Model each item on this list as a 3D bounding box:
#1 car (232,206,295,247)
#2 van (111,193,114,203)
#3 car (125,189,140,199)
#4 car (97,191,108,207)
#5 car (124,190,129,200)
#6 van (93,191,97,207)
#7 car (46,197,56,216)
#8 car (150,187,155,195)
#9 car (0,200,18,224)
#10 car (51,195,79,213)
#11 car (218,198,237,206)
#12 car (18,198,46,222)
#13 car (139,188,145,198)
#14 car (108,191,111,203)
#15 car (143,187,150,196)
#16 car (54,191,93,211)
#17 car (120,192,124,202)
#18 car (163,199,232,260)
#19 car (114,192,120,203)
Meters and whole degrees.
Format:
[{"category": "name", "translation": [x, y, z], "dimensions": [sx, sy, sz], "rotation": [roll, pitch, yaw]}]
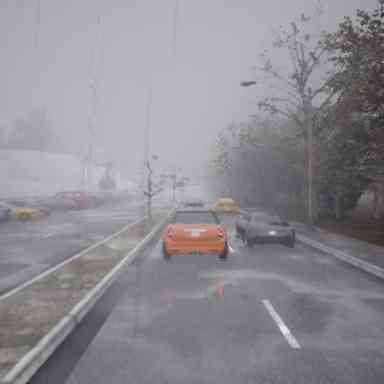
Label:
[{"category": "car", "translation": [3.110, 1.529, 14.836], "dimensions": [1.994, 1.385, 4.181], "rotation": [0, 0, 0]}, {"category": "van", "translation": [-13.936, 0.826, 47.602], "dimensions": [4.442, 1.987, 1.878], "rotation": [-1, 1, -20]}, {"category": "car", "translation": [-13.773, 0.737, 68.635], "dimensions": [4.792, 1.488, 2.163], "rotation": [-1, 1, -20]}, {"category": "car", "translation": [-13.810, 0.894, 41.694], "dimensions": [5.566, 2.045, 2.435], "rotation": [-1, 1, -20]}, {"category": "car", "translation": [-13.788, 0.932, 56.630], "dimensions": [4.792, 1.488, 2.163], "rotation": [-1, 1, -20]}, {"category": "van", "translation": [-13.730, 0.967, 38.741], "dimensions": [4.442, 1.987, 1.878], "rotation": [-1, 1, -20]}, {"category": "car", "translation": [-13.823, 1.391, 26.775], "dimensions": [4.792, 1.488, 2.163], "rotation": [-1, 0, -20]}, {"category": "car", "translation": [-13.800, 0.040, 89.622], "dimensions": [5.566, 2.045, 2.435], "rotation": [-1, 2, -20]}, {"category": "car", "translation": [-13.884, 1.452, 20.779], "dimensions": [4.792, 1.488, 2.163], "rotation": [-1, 1, -20]}, {"category": "car", "translation": [-13.839, 1.325, 32.732], "dimensions": [4.674, 1.452, 2.002], "rotation": [-1, 1, -20]}, {"category": "car", "translation": [3.121, 1.282, 31.732], "dimensions": [1.882, 1.535, 5.008], "rotation": [0, 1, 0]}, {"category": "car", "translation": [-13.682, 1.387, 23.847], "dimensions": [5.366, 1.575, 1.946], "rotation": [-1, 0, -20]}, {"category": "car", "translation": [-13.963, 0.608, 74.557], "dimensions": [5.366, 1.575, 1.946], "rotation": [-1, 1, -20]}, {"category": "car", "translation": [-13.822, 1.099, 44.666], "dimensions": [4.892, 1.521, 2.231], "rotation": [-1, 1, -20]}, {"category": "car", "translation": [-13.761, 0.246, 80.644], "dimensions": [5.566, 2.045, 2.435], "rotation": [-1, 1, -20]}, {"category": "car", "translation": [-13.869, 0.992, 35.698], "dimensions": [5.566, 2.045, 2.435], "rotation": [-1, 1, -20]}, {"category": "car", "translation": [-13.812, 0.992, 53.612], "dimensions": [4.674, 1.452, 2.002], "rotation": [-1, 1, -20]}, {"category": "car", "translation": [0.107, 1.328, 12.463], "dimensions": [2.097, 1.767, 4.553], "rotation": [0, 0, 0]}, {"category": "car", "translation": [-13.793, 0.875, 50.638], "dimensions": [4.553, 1.767, 2.185], "rotation": [-1, 1, -20]}]
